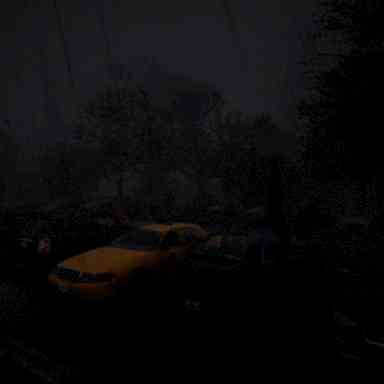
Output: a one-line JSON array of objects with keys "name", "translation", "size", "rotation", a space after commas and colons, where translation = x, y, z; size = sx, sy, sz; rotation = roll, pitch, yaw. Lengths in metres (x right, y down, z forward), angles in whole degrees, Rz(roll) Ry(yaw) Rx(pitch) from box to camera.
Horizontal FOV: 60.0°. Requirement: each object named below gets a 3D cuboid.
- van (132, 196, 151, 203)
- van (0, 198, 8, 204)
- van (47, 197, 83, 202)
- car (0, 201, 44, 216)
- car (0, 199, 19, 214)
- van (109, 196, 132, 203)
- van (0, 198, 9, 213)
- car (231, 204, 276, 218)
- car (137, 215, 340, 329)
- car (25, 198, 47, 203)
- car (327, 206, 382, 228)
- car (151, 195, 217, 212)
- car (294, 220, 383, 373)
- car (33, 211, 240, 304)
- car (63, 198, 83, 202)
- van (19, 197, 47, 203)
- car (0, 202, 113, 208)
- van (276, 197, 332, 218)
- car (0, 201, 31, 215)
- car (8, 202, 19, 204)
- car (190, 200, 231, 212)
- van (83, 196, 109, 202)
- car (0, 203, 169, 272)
[{"name": "van", "translation": [-2.183, 1.323, 26.000], "size": [1.878, 1.987, 4.442], "rotation": [0, 0, 36]}, {"name": "van", "translation": [-12.200, 1.332, 16.798], "size": [1.878, 1.987, 4.442], "rotation": [0, 0, 36]}, {"name": "van", "translation": [-11.213, 1.425, 32.178], "size": [1.878, 1.987, 4.442], "rotation": [-1, -1, 36]}, {"name": "car", "translation": [-20.152, 1.860, 38.714], "size": [2.097, 1.535, 5.008], "rotation": [-1, -1, 36]}, {"name": "car", "translation": [-24.675, 1.839, 41.919], "size": [2.185, 1.767, 4.553], "rotation": [-1, -1, 36]}, {"name": "van", "translation": [-4.334, 1.330, 27.539], "size": [1.878, 1.987, 4.442], "rotation": [0, 0, 36]}, {"name": "van", "translation": [-26.842, 1.791, 43.653], "size": [1.878, 1.987, 4.442], "rotation": [-1, -1, 36]}, {"name": "car", "translation": [4.608, 1.565, 20.992], "size": [2.002, 1.452, 4.674], "rotation": [0, 0, 36]}, {"name": "car", "translation": [1.409, 1.513, 7.192], "size": [2.231, 1.521, 4.892], "rotation": [0, 0, 36]}, {"name": "car", "translation": [-13.500, 1.700, 33.731], "size": [1.946, 1.575, 5.366], "rotation": [-1, -1, 36]}, {"name": "car", "translation": [9.014, 1.550, 17.844], "size": [2.002, 1.452, 4.674], "rotation": [0, 0, 36]}, {"name": "car", "translation": [-0.014, 1.290, 24.269], "size": [2.435, 2.045, 5.566], "rotation": [0, 0, 36]}, {"name": "car", "translation": [3.673, 1.505, 5.586], "size": [2.231, 1.521, 4.892], "rotation": [0, 0, 36]}, {"name": "car", "translation": [-0.953, 1.516, 8.662], "size": [1.946, 1.575, 5.366], "rotation": [0, 0, 36]}, {"name": "car", "translation": [-8.887, 1.598, 30.662], "size": [2.097, 1.535, 5.008], "rotation": [-1, -1, 36]}, {"name": "van", "translation": [-15.581, 1.529, 35.592], "size": [1.878, 1.987, 4.442], "rotation": [-1, -1, 36]}, {"name": "car", "translation": [-5.378, 1.409, 12.019], "size": [2.185, 1.767, 4.553], "rotation": [0, 0, 36]}, {"name": "van", "translation": [6.827, 1.292, 19.550], "size": [1.878, 1.987, 4.442], "rotation": [0, 0, 36]}, {"name": "car", "translation": [-22.507, 1.914, 40.400], "size": [2.097, 1.535, 5.008], "rotation": [-1, -1, 36]}, {"name": "car", "translation": [-17.901, 1.809, 37.101], "size": [2.231, 1.521, 4.892], "rotation": [-1, -1, 36]}, {"name": "car", "translation": [2.353, 1.533, 22.602], "size": [2.097, 1.535, 5.008], "rotation": [0, 0, 36]}, {"name": "van", "translation": [-6.830, 1.338, 29.040], "size": [1.878, 1.987, 4.442], "rotation": [-1, 0, 36]}, {"name": "car", "translation": [-3.121, 1.401, 10.404], "size": [2.185, 1.767, 4.553], "rotation": [0, 0, 36]}]
